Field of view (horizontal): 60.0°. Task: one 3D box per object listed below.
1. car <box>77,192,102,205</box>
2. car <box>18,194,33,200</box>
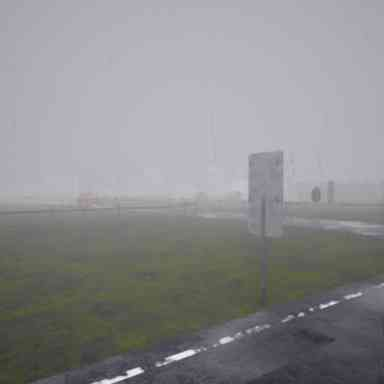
[{"bbox_3d":[-15.933,1.037,51.759,2.150,2.045,5.566,1,-1,-40],"label":"car"},{"bbox_3d":[-41.252,1.316,83.380,1.882,1.535,5.008,1,-1,-45],"label":"car"}]
